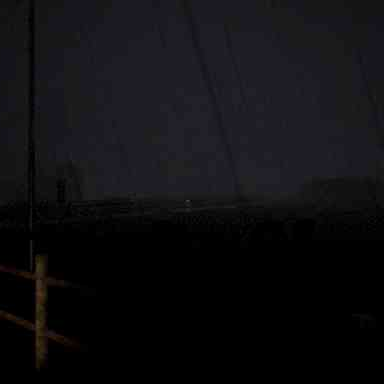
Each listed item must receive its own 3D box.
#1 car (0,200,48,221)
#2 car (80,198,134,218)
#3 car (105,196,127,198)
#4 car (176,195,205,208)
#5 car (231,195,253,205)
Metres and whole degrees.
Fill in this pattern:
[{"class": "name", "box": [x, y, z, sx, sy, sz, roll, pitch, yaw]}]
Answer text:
[{"class": "car", "box": [-13.499, 1.411, 25.180, 1.882, 1.535, 5.008, -1, 0, 33]}, {"class": "car", "box": [-7.293, 1.484, 29.151, 1.895, 1.301, 4.718, -1, 0, 35]}, {"class": "car", "box": [-8.034, 1.244, 33.210, 2.097, 1.767, 4.553, -1, 0, 36]}, {"class": "car", "box": [-0.223, 1.187, 44.590, 2.097, 1.767, 4.553, -1, 0, 35]}, {"class": "car", "box": [7.711, 1.270, 51.051, 1.837, 1.490, 4.892, -1, 1, 35]}]
